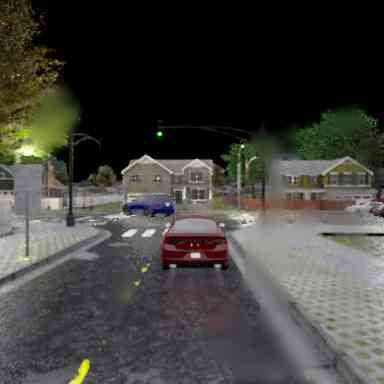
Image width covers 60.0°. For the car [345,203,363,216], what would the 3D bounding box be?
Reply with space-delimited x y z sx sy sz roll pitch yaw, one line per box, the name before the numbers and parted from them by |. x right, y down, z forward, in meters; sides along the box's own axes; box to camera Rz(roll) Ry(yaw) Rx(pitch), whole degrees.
car | 18.269 1.719 34.253 4.674 1.442 1.812 0 -1 1

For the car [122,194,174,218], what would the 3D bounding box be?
car | -4.007 1.224 29.967 5.566 2.045 2.150 0 -2 45

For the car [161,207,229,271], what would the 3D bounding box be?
car | 0.099 1.484 10.995 1.882 1.535 5.008 0 0 0

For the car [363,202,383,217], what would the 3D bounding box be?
car | 19.014 1.509 30.988 4.553 1.767 2.097 0 -1 1
